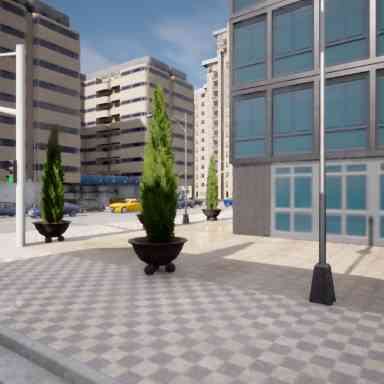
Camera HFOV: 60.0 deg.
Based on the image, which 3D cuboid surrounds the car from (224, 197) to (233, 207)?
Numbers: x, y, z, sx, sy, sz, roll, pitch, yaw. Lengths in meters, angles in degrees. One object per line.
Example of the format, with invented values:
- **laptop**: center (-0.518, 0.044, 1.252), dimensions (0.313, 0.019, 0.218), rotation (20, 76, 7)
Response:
- **car**: center (6.702, 1.533, 50.910), dimensions (1.882, 1.535, 5.008), rotation (0, 0, 35)

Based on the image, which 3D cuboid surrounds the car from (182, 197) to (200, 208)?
- **car**: center (-1.365, 1.581, 45.885), dimensions (1.812, 1.442, 4.674), rotation (0, 0, 35)

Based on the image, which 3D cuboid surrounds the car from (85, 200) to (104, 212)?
- **car**: center (-11.786, 1.619, 37.254), dimensions (1.994, 1.385, 4.181), rotation (0, 0, 35)

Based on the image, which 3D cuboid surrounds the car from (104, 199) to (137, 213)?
- **car**: center (-7.143, 1.533, 37.756), dimensions (1.882, 1.535, 5.008), rotation (0, 0, 35)

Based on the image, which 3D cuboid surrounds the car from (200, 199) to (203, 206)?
- **car**: center (-0.008, 1.581, 53.809), dimensions (1.812, 1.442, 4.674), rotation (0, 0, 36)

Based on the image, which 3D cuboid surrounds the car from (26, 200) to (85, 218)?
- **car**: center (-12.465, 1.581, 30.207), dimensions (1.812, 1.442, 4.674), rotation (0, 0, 35)

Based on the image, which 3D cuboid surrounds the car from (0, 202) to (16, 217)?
- **car**: center (-17.121, 1.603, 29.725), dimensions (2.033, 1.411, 5.357), rotation (0, 0, 35)
